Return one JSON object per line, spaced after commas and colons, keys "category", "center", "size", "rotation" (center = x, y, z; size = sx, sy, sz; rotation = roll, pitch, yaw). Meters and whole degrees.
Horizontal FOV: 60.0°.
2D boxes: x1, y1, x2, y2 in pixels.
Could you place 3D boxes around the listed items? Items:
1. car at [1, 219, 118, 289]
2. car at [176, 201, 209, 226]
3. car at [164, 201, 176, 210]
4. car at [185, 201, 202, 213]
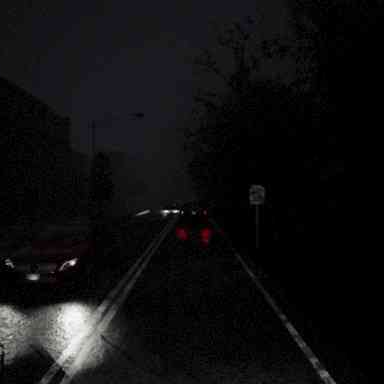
{"category": "car", "center": [-3.343, 1.541, 9.339], "size": [1.812, 1.442, 4.674], "rotation": [0, 0, 0]}
{"category": "car", "center": [0.138, 1.478, 24.640], "size": [2.097, 1.767, 4.553], "rotation": [0, 0, 0]}
{"category": "car", "center": [-3.194, 2.053, 50.736], "size": [1.895, 1.301, 4.718], "rotation": [0, -1, 1]}
{"category": "car", "center": [0.198, 1.892, 42.358], "size": [2.033, 1.411, 5.357], "rotation": [0, -1, 0]}
